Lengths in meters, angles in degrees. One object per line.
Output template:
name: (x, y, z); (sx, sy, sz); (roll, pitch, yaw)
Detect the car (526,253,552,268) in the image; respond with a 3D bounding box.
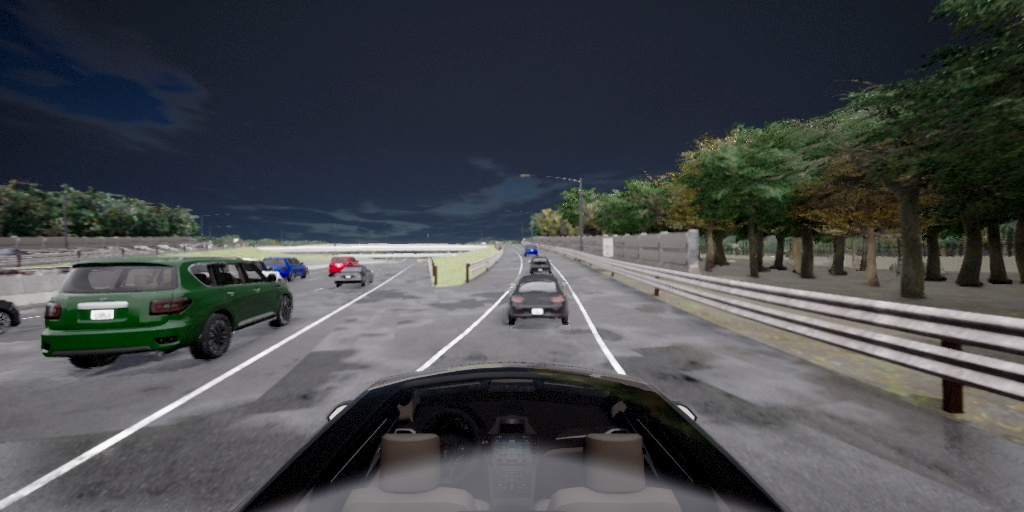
car: (2.455, 0.774, 31.744); (1.837, 1.490, 4.892); (-1, 2, 4)

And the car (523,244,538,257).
car: (3.099, -0.948, 59.041); (2.150, 2.045, 5.566); (-1, 3, 0)

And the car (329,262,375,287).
car: (-11.046, 1.381, 25.372); (2.033, 1.411, 5.357); (-1, 0, -13)

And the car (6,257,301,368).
car: (-7.208, 1.043, 8.412); (2.150, 2.045, 5.566); (-1, 0, -13)

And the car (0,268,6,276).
car: (-32.744, 1.625, 25.629); (1.812, 1.442, 4.674); (-1, 0, -13)

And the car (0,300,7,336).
car: (-14.143, 1.408, 7.812); (2.128, 1.511, 4.902); (-1, 0, -13)

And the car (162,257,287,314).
car: (-12.444, 1.101, 16.169); (2.150, 2.045, 5.566); (-1, 0, -13)

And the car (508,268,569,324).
car: (0.903, 1.339, 12.223); (1.812, 1.442, 4.674); (-1, 1, 5)

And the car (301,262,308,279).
car: (-19.314, 1.119, 30.538); (2.150, 2.045, 5.566); (-1, 1, -13)

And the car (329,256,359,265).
car: (-17.224, 1.038, 37.046); (2.150, 2.045, 5.566); (-1, 1, -13)
